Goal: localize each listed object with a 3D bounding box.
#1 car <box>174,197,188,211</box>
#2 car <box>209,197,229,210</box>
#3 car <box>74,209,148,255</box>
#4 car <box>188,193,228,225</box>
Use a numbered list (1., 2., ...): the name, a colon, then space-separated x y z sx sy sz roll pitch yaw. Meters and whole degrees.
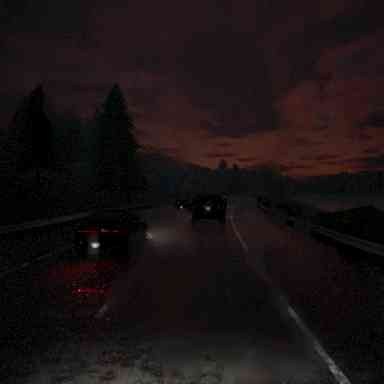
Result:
1. car: -0.771 1.310 36.706 1.837 1.490 4.892 0 0 8
2. car: 3.401 1.333 41.168 2.033 1.411 5.357 0 0 9
3. car: -2.985 1.432 13.053 1.837 1.490 4.892 0 0 3
4. car: 1.223 1.101 23.189 2.150 2.045 5.566 0 0 5
